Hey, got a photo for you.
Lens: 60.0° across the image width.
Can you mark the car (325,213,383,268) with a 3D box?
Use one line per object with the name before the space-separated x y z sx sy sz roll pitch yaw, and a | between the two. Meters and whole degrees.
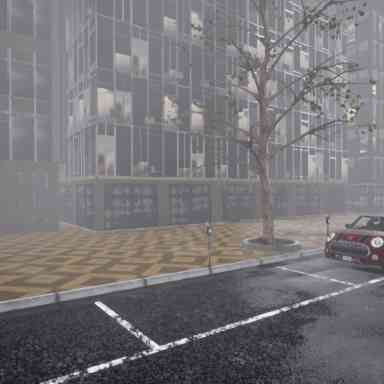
car | 6.198 1.439 10.990 4.097 1.590 1.967 0 0 -36
